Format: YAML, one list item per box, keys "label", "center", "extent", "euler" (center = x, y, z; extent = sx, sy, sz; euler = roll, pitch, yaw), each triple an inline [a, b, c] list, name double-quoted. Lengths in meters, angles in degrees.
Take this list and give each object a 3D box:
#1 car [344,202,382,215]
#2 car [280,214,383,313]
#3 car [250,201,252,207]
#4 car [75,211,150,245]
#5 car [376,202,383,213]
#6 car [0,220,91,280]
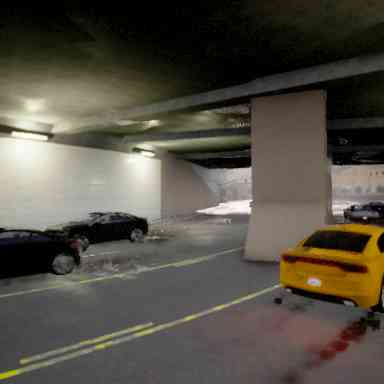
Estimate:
- label: "car"
  center: [14.120, 1.759, 28.077]
  extent: [1.895, 1.301, 4.718]
  euler: [0, 0, 16]
- label: "car"
  center: [3.963, 1.525, 7.975]
  extent: [1.882, 1.535, 5.008]
  euler: [0, 0, 43]
- label: "car"
  center: [11.487, 1.903, 59.258]
  extent: [1.882, 1.535, 5.008]
  euler: [0, -1, 15]
- label: "car"
  center: [-4.106, 1.636, 14.828]
  extent: [2.128, 1.511, 4.902]
  euler: [0, 0, 41]
- label: "car"
  center: [20.013, 1.759, 36.453]
  extent: [1.994, 1.385, 4.181]
  euler: [0, -1, 15]
- label: "car"
  center: [-5.256, 1.668, 9.084]
  extent: [4.181, 1.385, 1.994]
  euler: [0, -1, -40]
